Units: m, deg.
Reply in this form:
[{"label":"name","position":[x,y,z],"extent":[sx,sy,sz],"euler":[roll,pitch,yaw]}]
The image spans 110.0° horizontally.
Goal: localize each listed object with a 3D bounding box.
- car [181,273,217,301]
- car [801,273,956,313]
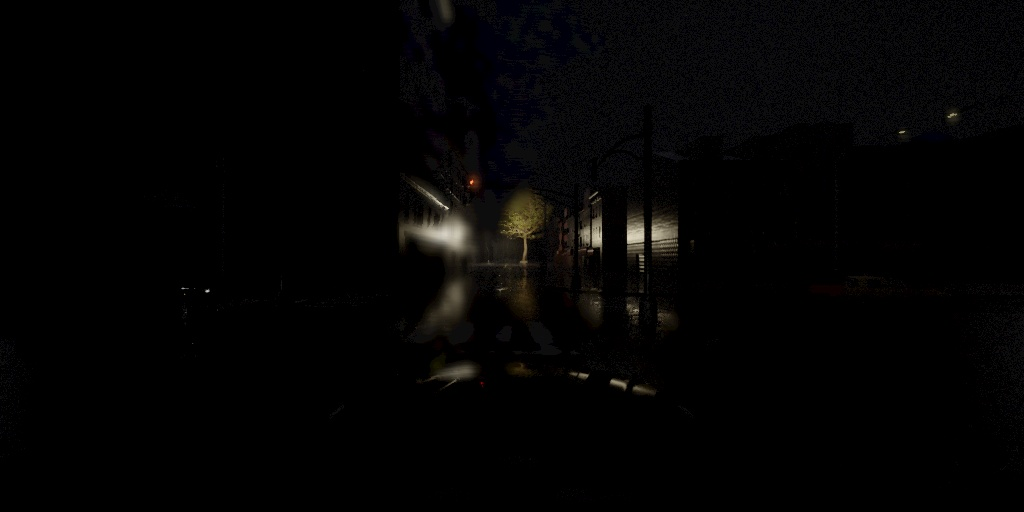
[{"label":"car","position":[-14.819,1.173,14.591],"extent":[4.892,1.490,1.837],"euler":[0,0,0]},{"label":"car","position":[13.901,1.346,13.713],"extent":[4.829,1.417,1.751],"euler":[0,0,0]}]
